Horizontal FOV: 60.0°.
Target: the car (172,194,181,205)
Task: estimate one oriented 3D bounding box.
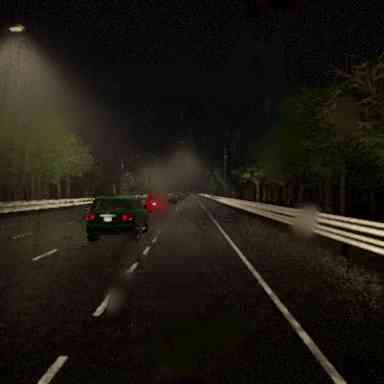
[{"bbox_3d":[-3.496,1.582,59.578,1.812,1.442,4.674,0,0,0],"label":"car"}]

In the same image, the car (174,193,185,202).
[{"bbox_3d":[-3.494,1.294,81.281,2.150,2.045,5.566,0,0,0],"label":"car"}]

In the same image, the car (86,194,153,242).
[{"bbox_3d":[-3.494,1.223,16.485,2.150,2.045,5.566,0,0,0],"label":"car"}]

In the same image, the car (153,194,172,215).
[{"bbox_3d":[-3.494,1.238,33.640,2.150,2.045,5.566,0,0,0],"label":"car"}]
